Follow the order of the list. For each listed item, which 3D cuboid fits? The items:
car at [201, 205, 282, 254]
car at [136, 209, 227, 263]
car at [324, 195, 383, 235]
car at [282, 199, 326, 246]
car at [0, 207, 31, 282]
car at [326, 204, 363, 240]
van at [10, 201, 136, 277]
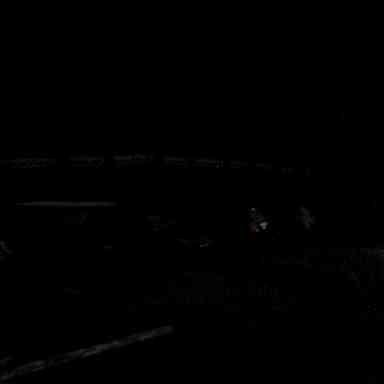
[{"bbox_3d":[0.966,1.363,13.658,4.553,1.767,2.185,-1,-1,35],"label":"car"},{"bbox_3d":[-1.518,1.490,11.940,4.892,1.521,2.231,-1,-1,34],"label":"car"},{"bbox_3d":[8.301,1.240,18.968,5.566,2.045,2.435,-1,0,34],"label":"car"},{"bbox_3d":[3.428,1.364,15.423,4.553,1.767,2.185,-1,-1,34],"label":"car"},{"bbox_3d":[-6.461,1.361,8.450,4.553,1.767,2.185,-1,-1,34],"label":"car"},{"bbox_3d":[5.892,1.519,17.176,4.792,1.488,2.163,-1,-1,35],"label":"car"},{"bbox_3d":[-4.076,1.263,10.243,4.442,1.987,1.878,-1,-1,34],"label":"van"}]
